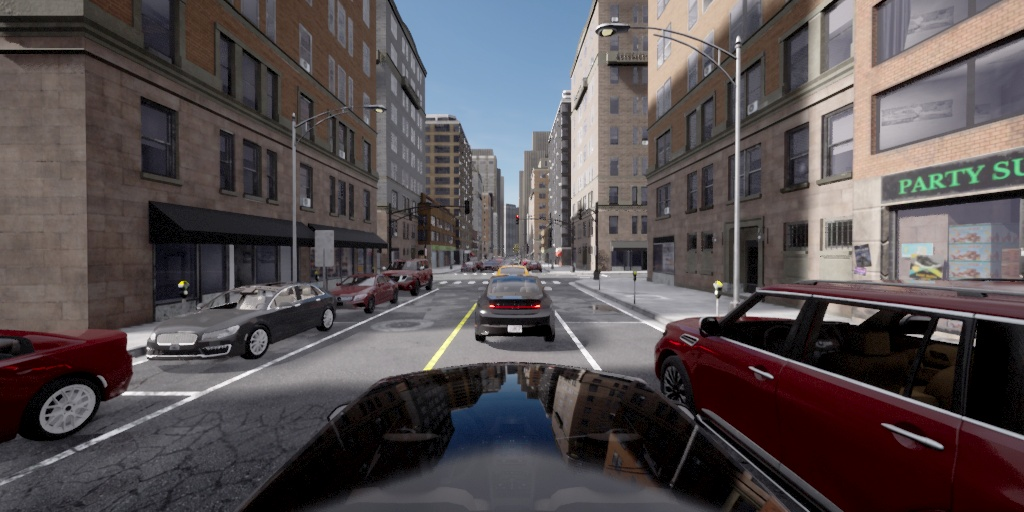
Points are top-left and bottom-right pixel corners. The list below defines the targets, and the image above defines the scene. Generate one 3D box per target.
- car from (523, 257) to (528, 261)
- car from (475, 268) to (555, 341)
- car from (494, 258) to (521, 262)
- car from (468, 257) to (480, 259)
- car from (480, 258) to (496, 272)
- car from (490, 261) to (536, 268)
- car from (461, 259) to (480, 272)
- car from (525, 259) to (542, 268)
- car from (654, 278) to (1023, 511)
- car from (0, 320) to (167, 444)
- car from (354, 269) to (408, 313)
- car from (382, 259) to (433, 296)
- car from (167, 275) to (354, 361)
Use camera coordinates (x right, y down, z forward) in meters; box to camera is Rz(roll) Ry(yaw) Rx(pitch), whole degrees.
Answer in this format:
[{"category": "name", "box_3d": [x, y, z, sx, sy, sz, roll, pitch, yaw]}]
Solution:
[{"category": "car", "box_3d": [2.961, 1.294, 52.112, 1.751, 1.417, 4.829, 0, 0, 0]}, {"category": "car", "box_3d": [0.079, 1.253, 9.819, 1.837, 1.490, 4.892, 0, 0, 0]}, {"category": "car", "box_3d": [-0.514, 1.309, 44.753, 2.033, 1.411, 5.357, 0, 0, 7]}, {"category": "car", "box_3d": [-5.565, 1.083, 51.934, 2.192, 1.841, 5.009, 0, 0, 0]}, {"category": "car", "box_3d": [-3.005, 1.327, 46.776, 1.994, 1.385, 4.181, 0, 0, 0]}, {"category": "car", "box_3d": [0.047, 1.225, 18.937, 1.882, 1.535, 5.008, 0, 0, 1]}, {"category": "car", "box_3d": [-5.576, 1.344, 46.369, 1.802, 1.307, 4.207, 0, 0, 0]}, {"category": "car", "box_3d": [2.949, 1.344, 46.379, 1.802, 1.307, 4.207, 0, 0, 0]}, {"category": "car", "box_3d": [2.858, 1.064, 2.626, 2.192, 1.841, 5.009, 0, 0, 0]}, {"category": "car", "box_3d": [-5.668, 1.294, 2.622, 1.888, 1.381, 4.507, 0, 0, 0]}, {"category": "car", "box_3d": [-5.644, 1.329, 13.787, 1.802, 1.307, 4.207, 0, 0, 0]}, {"category": "car", "box_3d": [-5.633, 1.062, 19.369, 2.192, 1.841, 5.009, 0, 0, 0]}, {"category": "car", "box_3d": [-5.656, 1.298, 8.204, 2.007, 1.370, 4.403, 0, 0, 0]}]
